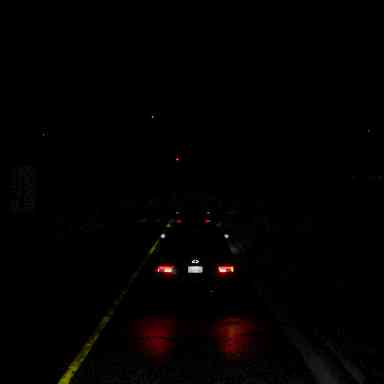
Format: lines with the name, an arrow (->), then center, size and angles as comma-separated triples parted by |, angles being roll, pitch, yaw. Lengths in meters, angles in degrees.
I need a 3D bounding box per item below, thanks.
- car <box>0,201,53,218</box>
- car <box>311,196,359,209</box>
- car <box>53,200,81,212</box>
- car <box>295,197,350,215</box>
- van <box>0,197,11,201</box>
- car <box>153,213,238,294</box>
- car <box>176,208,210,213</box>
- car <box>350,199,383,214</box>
car -> -15.372, 1.726, 30.301 | 4.206, 1.307, 1.802 | -1, 1, 0
car -> 16.622, 1.231, 38.852 | 4.829, 1.417, 1.752 | -1, 1, 0
car -> -15.560, 1.584, 38.824 | 4.829, 1.417, 1.752 | -1, 1, 0
car -> 11.597, 1.417, 30.324 | 4.313, 1.339, 1.947 | -1, 1, 0
van -> -21.071, 1.455, 38.815 | 3.998, 1.788, 1.690 | -1, 1, 0
car -> 0.073, 1.542, 8.937 | 2.033, 1.411, 5.357 | 0, 0, 0
car -> 0.047, 1.549, 18.163 | 1.994, 1.385, 4.181 | 0, 0, 0
car -> 16.975, 1.340, 30.328 | 4.403, 1.369, 2.008 | -1, 1, 0
